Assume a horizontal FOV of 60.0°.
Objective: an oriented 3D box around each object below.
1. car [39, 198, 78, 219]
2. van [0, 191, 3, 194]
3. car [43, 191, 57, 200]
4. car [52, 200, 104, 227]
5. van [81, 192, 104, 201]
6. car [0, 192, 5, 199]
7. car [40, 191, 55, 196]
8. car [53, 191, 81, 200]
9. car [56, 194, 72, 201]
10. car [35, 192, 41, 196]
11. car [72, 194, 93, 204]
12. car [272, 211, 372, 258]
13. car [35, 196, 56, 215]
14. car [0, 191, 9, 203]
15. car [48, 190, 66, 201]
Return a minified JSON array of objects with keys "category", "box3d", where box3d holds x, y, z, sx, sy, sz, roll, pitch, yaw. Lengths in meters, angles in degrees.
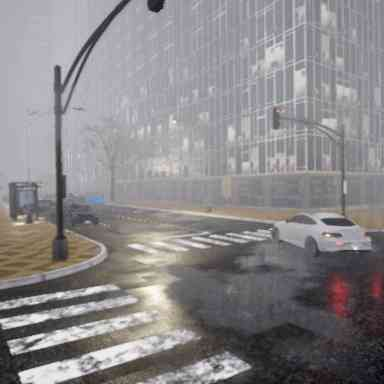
[{"category":"car","box3d":[-10.780,1.400,26.784,1.802,1.307,4.206,0,1,-34]},{"category":"van","box3d":[-39.585,0.685,69.050,1.690,1.788,3.998,0,1,-34]},{"category":"car","box3d":[-29.459,0.712,69.094,1.967,1.590,4.097,0,1,-34]},{"category":"car","box3d":[-7.583,1.435,22.083,1.947,1.339,4.313,0,1,-34]},{"category":"van","box3d":[-13.405,0.878,45.644,1.690,1.788,3.998,0,1,-34]},{"category":"car","box3d":[-42.795,0.731,73.741,1.967,1.590,4.097,0,1,-34]},{"category":"car","box3d":[-23.722,0.947,56.117,1.837,1.490,4.892,-1,1,-34]},{"category":"car","box3d":[-17.966,1.028,47.709,2.128,1.511,4.902,-1,1,-34]},{"category":"car","box3d":[-23.037,0.960,59.717,1.802,1.307,4.206,0,1,-34]},{"category":"car","box3d":[-35.881,0.715,78.475,2.008,1.369,4.403,0,1,-34]},{"category":"car","box3d":[-16.615,1.066,50.337,1.802,1.307,4.206,0,1,-34]},{"category":"car","box3d":[4.658,1.457,12.539,1.812,1.442,4.674,0,1,-10]},{"category":"car","box3d":[-13.943,1.332,31.506,1.947,1.339,4.313,0,1,-34]},{"category":"car","box3d":[-29.952,1.055,54.983,2.008,1.369,4.403,0,1,-34]},{"category":"car","box3d":[-26.248,0.640,64.403,2.192,1.841,5.009,0,1,-34]}]
